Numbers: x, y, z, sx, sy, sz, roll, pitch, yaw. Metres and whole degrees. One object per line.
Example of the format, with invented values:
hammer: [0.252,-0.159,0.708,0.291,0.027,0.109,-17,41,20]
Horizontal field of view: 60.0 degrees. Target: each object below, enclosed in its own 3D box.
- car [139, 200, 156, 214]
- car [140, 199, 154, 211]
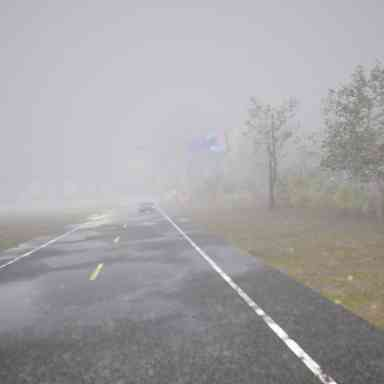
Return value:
car: [-5.334,1.871,39.871,1.895,1.301,4.718,-3,0,-7]
car: [-6.636,1.861,48.983,1.812,1.442,4.674,-3,0,-8]
